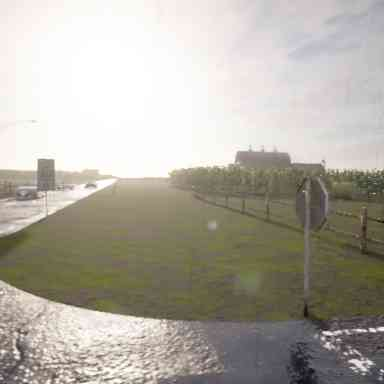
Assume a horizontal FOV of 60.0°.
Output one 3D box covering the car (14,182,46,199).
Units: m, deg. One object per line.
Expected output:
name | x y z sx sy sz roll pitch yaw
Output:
car | -15.090 -0.180 31.221 2.128 1.511 4.902 0 3 -11

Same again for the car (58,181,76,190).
car | -18.469 -0.940 49.180 1.895 1.301 4.718 0 3 -11

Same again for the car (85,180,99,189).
car | -16.956 -1.316 56.382 2.033 1.411 5.357 0 3 -11
